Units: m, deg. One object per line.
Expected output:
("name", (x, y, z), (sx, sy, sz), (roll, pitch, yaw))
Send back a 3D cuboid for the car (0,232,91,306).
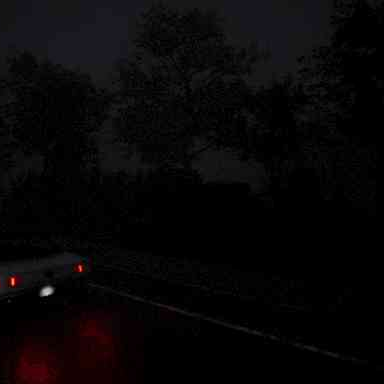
("car", (-4.452, 1.590, 7.718), (4.718, 1.301, 1.895), (0, 0, 40))
